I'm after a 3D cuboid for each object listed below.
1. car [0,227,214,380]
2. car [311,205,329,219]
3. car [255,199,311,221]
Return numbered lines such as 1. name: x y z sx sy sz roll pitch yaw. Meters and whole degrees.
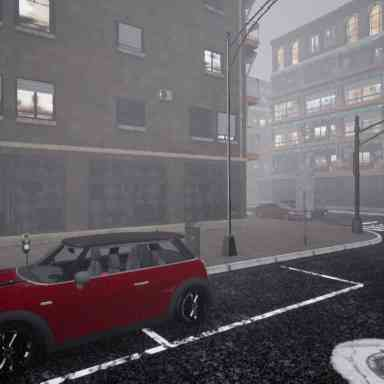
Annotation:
1. car: -1.698 1.440 5.408 4.097 1.590 1.967 0 0 -35
2. car: 8.879 1.347 27.703 1.882 1.535 5.008 -1 1 -35
3. car: 6.792 1.473 26.182 1.802 1.307 4.206 0 0 -35
